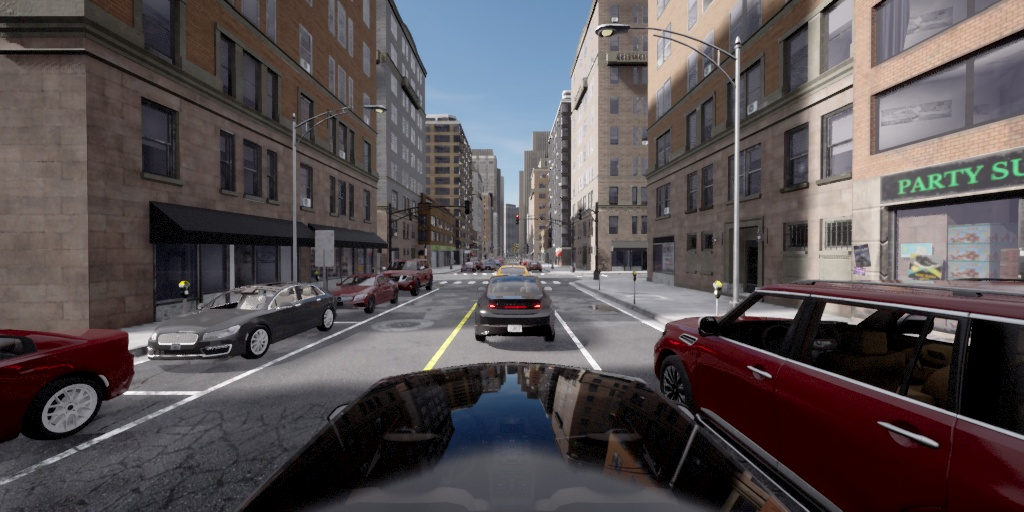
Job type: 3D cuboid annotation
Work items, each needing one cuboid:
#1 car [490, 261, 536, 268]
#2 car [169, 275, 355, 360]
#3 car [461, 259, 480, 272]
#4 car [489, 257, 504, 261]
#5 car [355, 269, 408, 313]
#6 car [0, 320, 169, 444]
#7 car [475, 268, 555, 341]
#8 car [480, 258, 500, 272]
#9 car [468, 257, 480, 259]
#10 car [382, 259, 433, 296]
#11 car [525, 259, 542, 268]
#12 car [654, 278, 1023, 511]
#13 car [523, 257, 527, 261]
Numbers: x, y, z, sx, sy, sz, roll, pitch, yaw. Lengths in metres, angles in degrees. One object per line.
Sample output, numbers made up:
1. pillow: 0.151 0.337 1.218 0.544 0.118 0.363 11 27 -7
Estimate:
1. car: 0.047 1.228 18.956 1.882 1.535 5.008 0 0 1
2. car: -5.656 1.299 8.222 2.007 1.370 4.403 0 0 0
3. car: -5.577 1.351 46.387 1.802 1.307 4.207 0 0 0
4. car: -2.929 1.342 64.676 2.033 1.411 5.357 0 0 1
5. car: -5.644 1.331 13.805 1.802 1.307 4.207 0 0 0
6. car: -5.668 1.294 2.640 1.888 1.381 4.507 0 0 0
7. car: 0.079 1.254 9.838 1.837 1.490 4.892 0 0 0
8. car: -3.006 1.333 46.795 1.994 1.385 4.181 0 0 0
9. car: -5.565 1.090 51.952 2.192 1.841 5.009 0 0 0
10. car: -5.633 1.065 19.388 2.192 1.841 5.009 0 0 0
11. car: 2.949 1.351 46.397 1.802 1.307 4.207 0 0 0
12. car: 2.858 1.064 2.645 2.192 1.841 5.009 0 0 0
13. car: 2.961 1.301 52.130 1.751 1.417 4.829 0 0 0
